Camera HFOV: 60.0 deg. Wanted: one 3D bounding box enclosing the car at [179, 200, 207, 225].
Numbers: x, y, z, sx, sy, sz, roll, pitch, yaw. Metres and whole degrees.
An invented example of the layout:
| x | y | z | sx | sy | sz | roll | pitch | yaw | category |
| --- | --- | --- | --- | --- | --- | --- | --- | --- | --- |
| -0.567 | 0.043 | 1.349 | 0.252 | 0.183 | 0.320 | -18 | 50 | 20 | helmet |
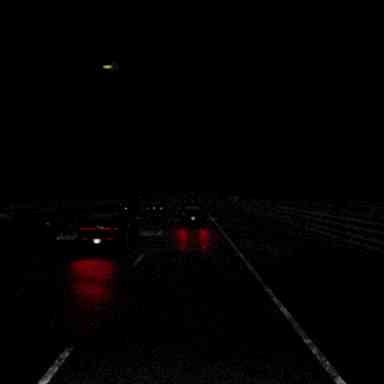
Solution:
| x | y | z | sx | sy | sz | roll | pitch | yaw | category |
| --- | --- | --- | --- | --- | --- | --- | --- | --- | --- |
| 0.083 | 1.521 | 23.572 | 1.812 | 1.442 | 4.674 | 0 | 0 | 0 | car |

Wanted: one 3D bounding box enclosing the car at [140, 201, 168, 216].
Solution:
| x | y | z | sx | sy | sz | roll | pitch | yaw | category |
| --- | --- | --- | --- | --- | --- | --- | --- | --- | --- |
| -3.430 | 1.541 | 32.781 | 2.033 | 1.411 | 5.357 | 0 | 0 | 0 | car |

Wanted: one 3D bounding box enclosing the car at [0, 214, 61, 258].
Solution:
| x | y | z | sx | sy | sz | roll | pitch | yaw | category |
| --- | --- | --- | --- | --- | --- | --- | --- | --- | --- |
| -6.914 | 1.543 | 12.759 | 2.033 | 1.411 | 5.357 | 0 | 0 | 0 | car |

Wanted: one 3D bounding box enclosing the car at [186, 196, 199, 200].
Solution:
| x | y | z | sx | sy | sz | roll | pitch | yaw | category |
| --- | --- | --- | --- | --- | --- | --- | --- | --- | --- |
| 0.063 | 1.345 | 40.847 | 2.097 | 1.767 | 4.553 | 0 | 0 | 0 | car |

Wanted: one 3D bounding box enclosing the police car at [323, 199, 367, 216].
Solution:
| x | y | z | sx | sy | sz | roll | pitch | yaw | category |
| --- | --- | --- | --- | --- | --- | --- | --- | --- | --- |
| 15.653 | 1.538 | 34.500 | 1.930 | 1.638 | 5.238 | 0 | 0 | -16 | police car |

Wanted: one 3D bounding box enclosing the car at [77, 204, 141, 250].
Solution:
| x | y | z | sx | sy | sz | roll | pitch | yaw | category |
| --- | --- | --- | --- | --- | --- | --- | --- | --- | --- |
| -3.412 | 1.500 | 14.337 | 1.837 | 1.490 | 4.892 | 0 | 0 | 0 | car |

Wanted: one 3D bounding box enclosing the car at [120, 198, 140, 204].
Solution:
| x | y | z | sx | sy | sz | roll | pitch | yaw | category |
| --- | --- | --- | --- | --- | --- | --- | --- | --- | --- |
| -6.939 | 1.498 | 37.230 | 1.837 | 1.490 | 4.892 | 0 | 0 | 0 | car |
